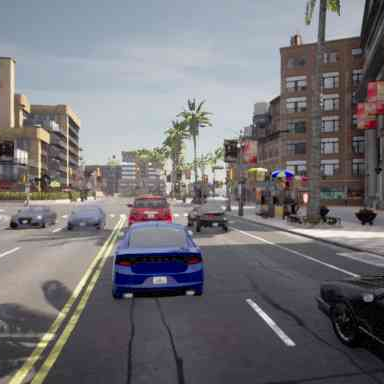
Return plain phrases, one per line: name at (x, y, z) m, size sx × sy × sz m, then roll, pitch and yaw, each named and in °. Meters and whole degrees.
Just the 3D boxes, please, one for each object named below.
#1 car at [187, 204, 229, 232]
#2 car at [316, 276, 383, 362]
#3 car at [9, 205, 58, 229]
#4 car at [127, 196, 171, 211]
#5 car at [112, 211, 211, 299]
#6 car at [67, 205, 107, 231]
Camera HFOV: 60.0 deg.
car at (0.867, 1.502, 20.203) m, size 1.837 × 1.490 × 4.892 m, roll 0°, pitch -1°, yaw -9°
car at (3.244, 1.548, 3.274) m, size 2.033 × 1.411 × 5.357 m, roll 0°, pitch 0°, yaw -5°
car at (-10.048, 1.564, 21.390) m, size 1.994 × 1.385 × 4.181 m, roll 0°, pitch 0°, yaw -9°
car at (-2.341, 1.221, 18.244) m, size 2.150 × 2.045 × 5.566 m, roll 0°, pitch 0°, yaw -9°
car at (-0.922, 1.477, 8.594) m, size 1.882 × 1.535 × 5.008 m, roll 0°, pitch 0°, yaw -8°
car at (-6.403, 1.524, 20.677) m, size 1.812 × 1.442 × 4.674 m, roll 0°, pitch 0°, yaw -9°
